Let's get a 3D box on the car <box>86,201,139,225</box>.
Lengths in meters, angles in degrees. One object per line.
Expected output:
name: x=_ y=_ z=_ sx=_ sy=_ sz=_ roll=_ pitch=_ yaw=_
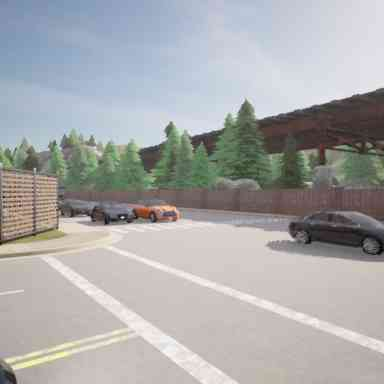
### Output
car: x=-5.925 y=1.561 z=24.361 sx=1.994 sy=1.385 sz=4.181 roll=0 pitch=0 yaw=-36

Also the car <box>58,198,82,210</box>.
car: x=-16.502 y=1.560 z=44.869 sx=1.994 sy=1.385 sz=4.181 roll=0 pitch=0 yaw=-36

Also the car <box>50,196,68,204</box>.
car: x=-25.356 y=1.473 z=63.282 sx=1.882 sy=1.535 sz=5.008 roll=0 pitch=0 yaw=-36

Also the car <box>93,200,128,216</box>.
car: x=-8.288 y=1.560 z=33.567 sx=1.994 sy=1.385 sz=4.181 roll=0 pitch=0 yaw=-36

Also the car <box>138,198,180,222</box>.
car: x=-2.897 y=1.348 z=26.147 sx=2.097 sy=1.767 sz=4.553 roll=0 pitch=0 yaw=-36

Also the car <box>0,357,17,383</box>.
car: x=-3.317 y=1.526 z=1.373 sx=4.674 sy=1.442 sz=1.812 roll=0 pitch=0 yaw=-36

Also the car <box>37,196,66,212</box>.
car: x=-16.366 y=1.349 z=38.704 sx=2.097 sy=1.767 sz=4.553 roll=0 pitch=0 yaw=-36

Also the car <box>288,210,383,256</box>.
car: x=6.167 y=1.503 z=13.362 sx=1.837 sy=1.490 sz=4.892 roll=0 pitch=0 yaw=-35

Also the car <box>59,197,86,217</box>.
car: x=-10.966 y=1.502 z=31.290 sx=1.837 sy=1.490 sz=4.892 roll=0 pitch=0 yaw=-36
